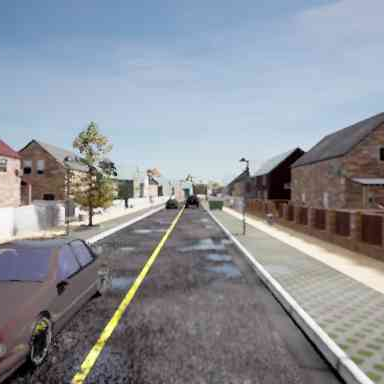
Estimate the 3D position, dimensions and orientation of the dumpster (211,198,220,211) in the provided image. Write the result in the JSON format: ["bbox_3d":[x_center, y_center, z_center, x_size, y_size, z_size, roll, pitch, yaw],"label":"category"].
[{"bbox_3d":[3.022,1.601,42.946,1.020,1.700,1.940,0,0,0],"label":"dumpster"}]

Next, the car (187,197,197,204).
[{"bbox_3d":[0.019,1.710,68.384,1.812,1.442,4.674,0,0,1],"label":"car"}]

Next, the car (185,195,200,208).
[{"bbox_3d":[0.023,1.472,53.006,2.150,2.045,5.566,0,0,0],"label":"car"}]

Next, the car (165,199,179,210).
[{"bbox_3d":[-2.819,1.704,47.647,1.882,1.535,5.008,0,0,0],"label":"car"}]

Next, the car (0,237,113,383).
[{"bbox_3d":[-2.850,1.577,5.994,2.033,1.411,5.357,0,0,0],"label":"car"}]
